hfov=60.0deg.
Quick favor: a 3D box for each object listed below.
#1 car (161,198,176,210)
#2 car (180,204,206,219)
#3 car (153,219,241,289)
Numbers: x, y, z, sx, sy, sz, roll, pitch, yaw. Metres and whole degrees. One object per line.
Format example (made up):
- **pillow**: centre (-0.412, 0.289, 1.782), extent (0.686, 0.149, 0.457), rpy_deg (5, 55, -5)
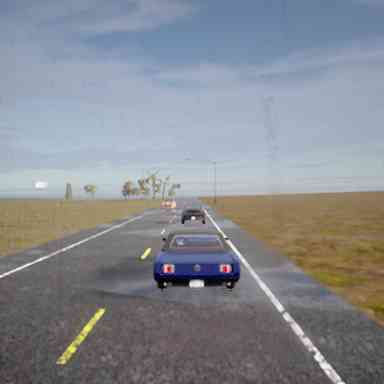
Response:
- **car**: centre (-3.510, 1.744, 50.624), extent (2.097, 1.767, 4.553), rpy_deg (0, 0, 0)
- **car**: centre (0.103, 1.722, 27.507), extent (1.837, 1.490, 4.892), rpy_deg (0, 0, 0)
- **car**: centre (0.098, 1.675, 9.302), extent (1.895, 1.301, 4.718), rpy_deg (0, 0, 0)
